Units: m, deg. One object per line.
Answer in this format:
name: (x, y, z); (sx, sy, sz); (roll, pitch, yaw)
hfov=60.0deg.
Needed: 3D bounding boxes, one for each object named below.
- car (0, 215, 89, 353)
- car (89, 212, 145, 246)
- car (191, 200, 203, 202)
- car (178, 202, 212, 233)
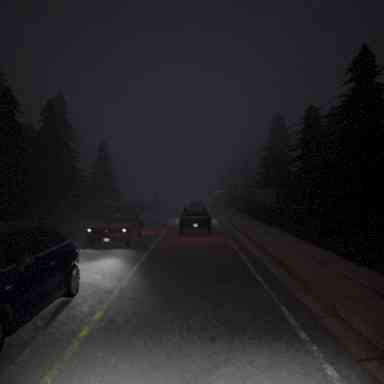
car: (-3.579, 1.372, 5.644); (2.097, 1.767, 4.553); (0, 0, 0)
car: (-3.510, 1.671, 15.882); (1.895, 1.301, 4.718); (0, 0, 0)
car: (0.637, 1.677, 40.602); (2.128, 1.511, 4.902); (0, 0, 4)
car: (0.201, 1.588, 20.255); (2.128, 1.511, 4.902); (0, 0, 0)
